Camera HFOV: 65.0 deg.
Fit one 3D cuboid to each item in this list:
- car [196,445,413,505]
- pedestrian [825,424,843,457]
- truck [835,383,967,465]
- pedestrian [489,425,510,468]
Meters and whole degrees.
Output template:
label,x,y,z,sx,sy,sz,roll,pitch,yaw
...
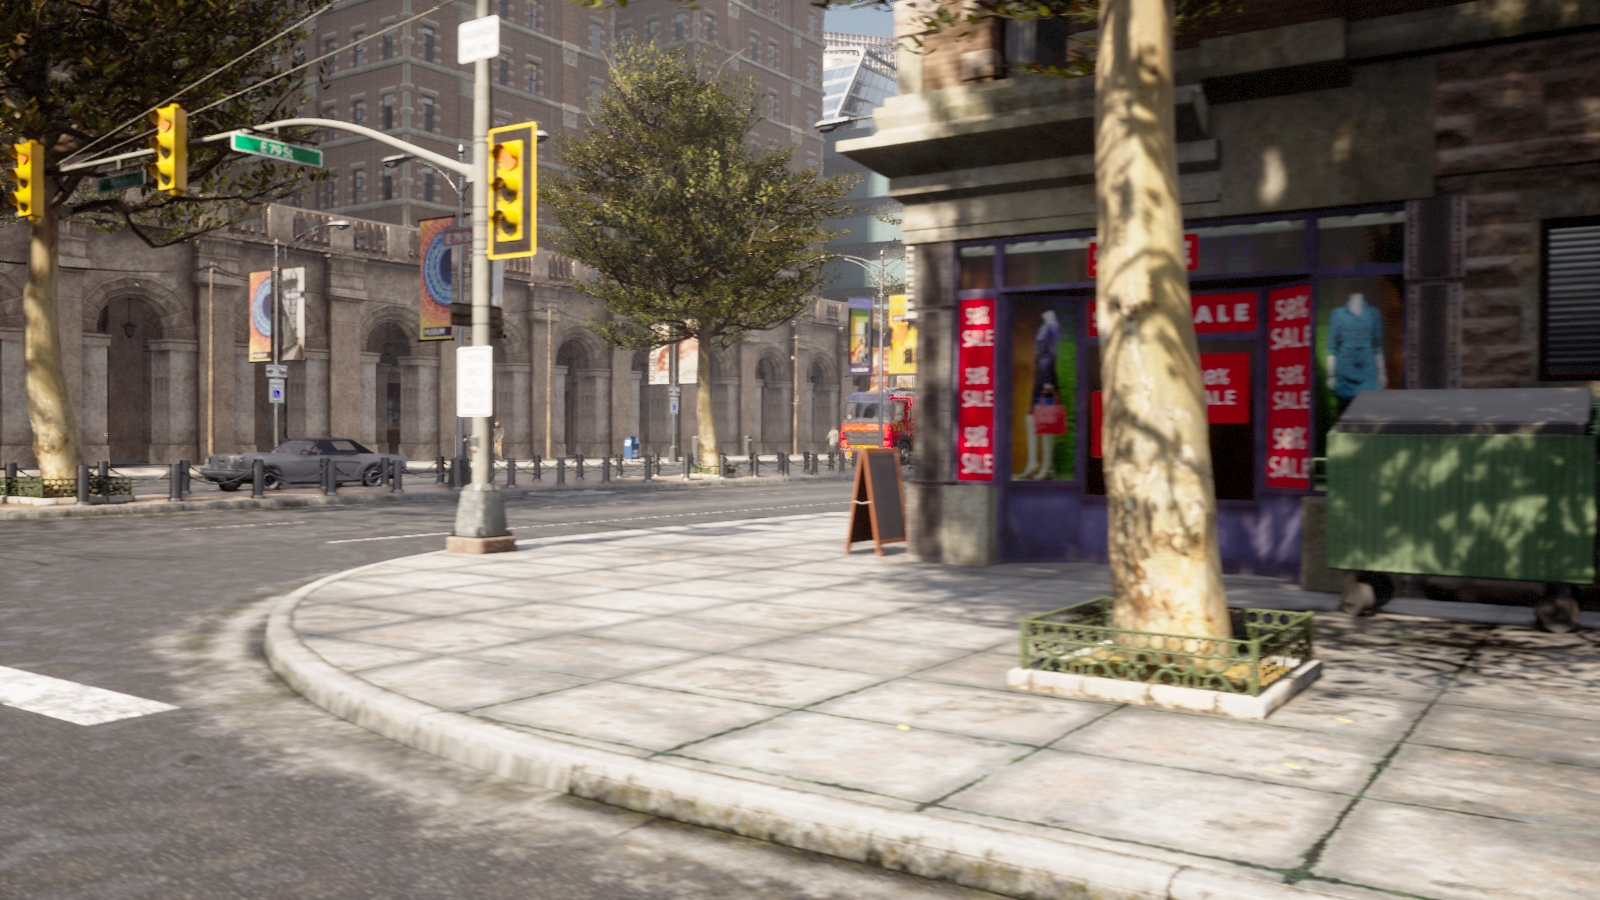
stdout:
label,x,y,z,sx,sy,sz,roll,pitch,yaw
car,-12.162,0.563,31.129,1.895,1.301,4.718,0,1,35
pedestrian,1.982,-0.564,73.218,0.659,1.952,0.873,0,1,41
truck,5.243,-1.295,63.426,2.891,3.827,8.468,0,1,34
pedestrian,-12.996,-0.167,54.324,0.540,1.848,0.694,0,1,34
